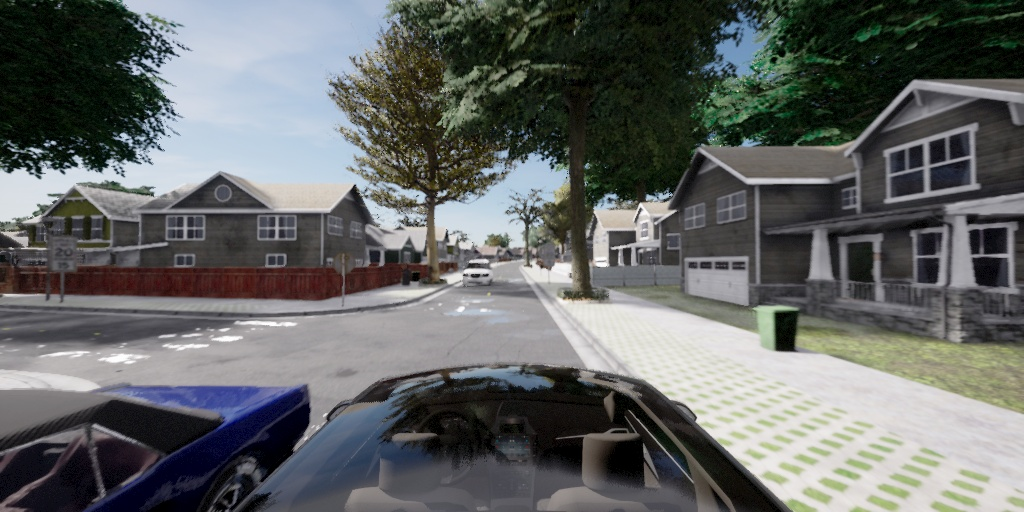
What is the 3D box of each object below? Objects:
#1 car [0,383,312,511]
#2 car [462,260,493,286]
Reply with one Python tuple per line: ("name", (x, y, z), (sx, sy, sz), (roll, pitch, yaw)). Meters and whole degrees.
("car", (-2.750, 1.345, 1.012), (1.895, 1.301, 4.718), (0, -1, 0))
("car", (-2.706, 1.372, 29.160), (2.150, 2.045, 5.566), (0, 1, 0))
